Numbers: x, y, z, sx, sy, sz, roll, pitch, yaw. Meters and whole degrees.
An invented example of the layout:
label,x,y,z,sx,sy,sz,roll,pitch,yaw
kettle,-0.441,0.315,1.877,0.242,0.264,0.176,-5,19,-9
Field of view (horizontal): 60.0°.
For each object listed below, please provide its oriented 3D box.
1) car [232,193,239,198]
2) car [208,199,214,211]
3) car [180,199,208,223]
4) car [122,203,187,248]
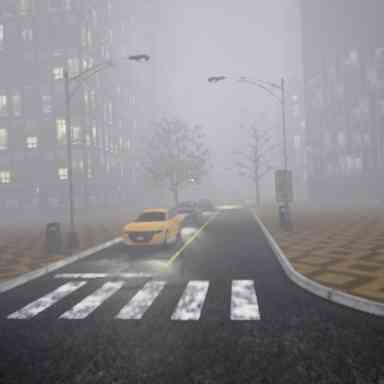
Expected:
label,x,y,z,sx,sy,sz,roll,pitch,yaw
car,12.271,0.973,93.017,1.837,1.490,4.892,-2,0,8
car,1.417,1.477,37.799,1.994,1.385,4.181,-2,0,8
car,-0.298,1.483,25.628,2.128,1.511,4.902,-2,0,8
car,-1.707,1.538,15.588,1.882,1.535,5.008,-2,0,8
